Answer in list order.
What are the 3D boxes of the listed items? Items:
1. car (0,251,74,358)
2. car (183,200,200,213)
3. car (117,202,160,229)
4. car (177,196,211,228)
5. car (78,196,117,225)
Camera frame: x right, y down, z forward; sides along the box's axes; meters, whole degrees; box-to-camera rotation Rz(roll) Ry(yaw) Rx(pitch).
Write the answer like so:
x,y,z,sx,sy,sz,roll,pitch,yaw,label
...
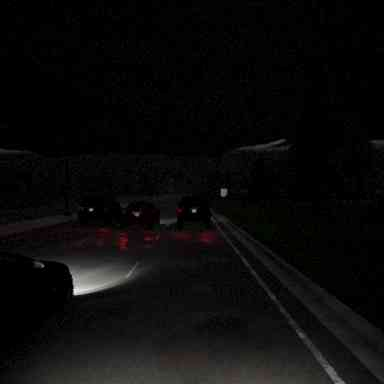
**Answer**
x,y,z,sx,sy,sz,roll,pitch,yaw,label
-3.395,1.587,5.106,1.994,1.385,4.181,0,0,0,car
-0.089,1.743,41.288,1.994,1.385,4.181,0,0,-1,car
-3.394,1.451,22.660,2.097,1.767,4.553,0,0,0,car
0.111,1.316,23.202,2.150,2.045,5.566,0,-1,0,car
-6.895,1.332,25.400,2.150,2.045,5.566,0,0,0,car
